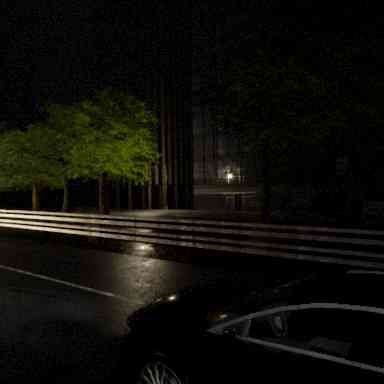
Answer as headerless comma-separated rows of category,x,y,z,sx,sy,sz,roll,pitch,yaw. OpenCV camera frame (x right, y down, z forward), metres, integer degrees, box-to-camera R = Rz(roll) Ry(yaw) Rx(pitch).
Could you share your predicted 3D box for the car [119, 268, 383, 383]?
car,1.436,1.491,2.966,4.902,1.511,2.128,0,0,35
